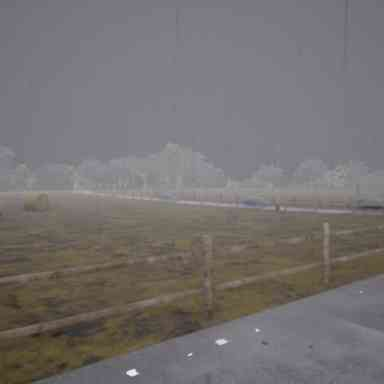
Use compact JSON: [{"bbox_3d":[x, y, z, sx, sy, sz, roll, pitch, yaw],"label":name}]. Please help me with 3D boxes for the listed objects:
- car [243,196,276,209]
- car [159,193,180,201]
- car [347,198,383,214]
[{"bbox_3d":[8.418,1.277,41.984,1.812,1.442,4.674,1,0,-36],"label":"car"},{"bbox_3d":[-4.073,0.884,59.618,2.128,1.511,4.902,1,1,-35],"label":"car"},{"bbox_3d":[16.685,1.270,30.363,2.128,1.511,4.902,1,0,-34],"label":"car"}]
